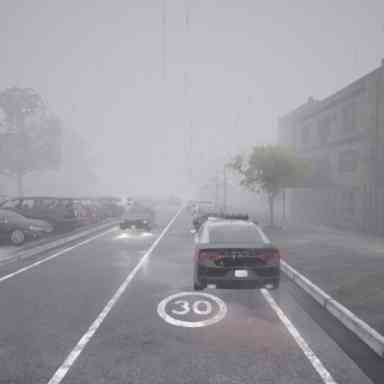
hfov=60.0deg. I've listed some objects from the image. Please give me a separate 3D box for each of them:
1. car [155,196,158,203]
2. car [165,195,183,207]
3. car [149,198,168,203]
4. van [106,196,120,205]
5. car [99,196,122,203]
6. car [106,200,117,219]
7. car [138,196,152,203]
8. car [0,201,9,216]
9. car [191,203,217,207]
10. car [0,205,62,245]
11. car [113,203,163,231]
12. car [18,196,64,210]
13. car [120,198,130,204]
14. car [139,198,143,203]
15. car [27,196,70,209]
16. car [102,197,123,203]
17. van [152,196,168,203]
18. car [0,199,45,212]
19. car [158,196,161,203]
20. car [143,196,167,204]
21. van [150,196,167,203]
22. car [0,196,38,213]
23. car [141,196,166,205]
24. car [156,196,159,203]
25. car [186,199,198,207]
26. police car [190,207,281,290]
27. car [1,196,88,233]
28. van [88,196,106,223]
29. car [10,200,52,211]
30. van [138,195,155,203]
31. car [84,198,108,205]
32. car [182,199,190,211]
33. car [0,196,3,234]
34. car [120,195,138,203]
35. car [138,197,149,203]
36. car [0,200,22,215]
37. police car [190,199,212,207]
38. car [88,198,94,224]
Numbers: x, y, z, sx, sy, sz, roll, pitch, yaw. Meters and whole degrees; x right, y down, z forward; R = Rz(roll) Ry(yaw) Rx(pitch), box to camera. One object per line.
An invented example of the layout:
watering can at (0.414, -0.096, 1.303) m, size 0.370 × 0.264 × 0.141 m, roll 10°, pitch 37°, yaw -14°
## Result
car at (-8.825, 1.921, 56.972) m, size 4.792 × 1.488 × 2.163 m, roll 0°, pitch -1°, yaw 0°
car at (-3.270, 1.697, 61.980) m, size 2.150 × 2.045 × 5.566 m, roll 0°, pitch -1°, yaw 1°
car at (-8.870, 2.249, 87.806) m, size 4.892 × 1.521 × 2.231 m, roll 0°, pitch -1°, yaw 0°
van at (-8.950, 1.386, 28.945) m, size 4.442 × 1.987 × 1.878 m, roll 0°, pitch 0°, yaw 0°
car at (-21.986, 2.024, 90.094) m, size 5.566 × 2.045 × 2.435 m, roll 0°, pitch -1°, yaw 0°
car at (-8.827, 1.589, 26.141) m, size 4.892 × 1.521 × 2.231 m, roll 0°, pitch 0°, yaw 0°
car at (-9.033, 1.791, 48.563) m, size 5.366 × 1.575 × 1.946 m, roll 0°, pitch -1°, yaw 0°
car at (-21.888, 1.688, 34.407) m, size 4.792 × 1.488 × 2.163 m, roll 0°, pitch 0°, yaw 0°
car at (0.987, 1.570, 19.095) m, size 1.837 × 1.490 × 4.892 m, roll 0°, pitch -1°, yaw 0°
car at (-8.841, 1.503, 14.927) m, size 4.892 × 1.521 × 2.231 m, roll 0°, pitch 0°, yaw 0°
car at (-3.336, 1.633, 21.609) m, size 2.033 × 1.411 × 5.357 m, roll 0°, pitch 0°, yaw 0°
car at (-21.898, 1.541, 48.332) m, size 5.566 × 2.045 × 2.435 m, roll 0°, pitch -1°, yaw 0°
car at (-8.830, 1.635, 31.747) m, size 5.008 × 1.535 × 2.097 m, roll 0°, pitch 0°, yaw 0°
car at (-8.812, 1.737, 40.155) m, size 4.792 × 1.488 × 2.163 m, roll 0°, pitch -1°, yaw 0°
car at (-21.901, 1.572, 50.994) m, size 5.566 × 2.045 × 2.435 m, roll 0°, pitch -1°, yaw 0°
car at (-22.146, 2.304, 92.867) m, size 5.366 × 1.575 × 1.946 m, roll 0°, pitch -1°, yaw 0°
van at (-8.997, 2.087, 93.415) m, size 4.442 × 1.987 × 1.878 m, roll 0°, pitch -1°, yaw 0°
car at (-21.918, 1.734, 42.762) m, size 5.008 × 1.535 × 2.097 m, roll 0°, pitch -1°, yaw 0°
car at (-8.853, 1.956, 62.579) m, size 5.008 × 1.535 × 2.097 m, roll 0°, pitch -1°, yaw 0°
car at (-8.841, 1.899, 79.400) m, size 5.566 × 2.045 × 2.435 m, roll 0°, pitch -1°, yaw 0°
van at (-8.995, 2.054, 90.612) m, size 4.442 × 1.987 × 1.878 m, roll 0°, pitch -1°, yaw 0°
car at (-21.893, 1.455, 39.977) m, size 5.566 × 2.045 × 2.435 m, roll 0°, pitch 0°, yaw 0°
car at (-8.840, 1.867, 76.597) m, size 5.566 × 2.045 × 2.435 m, roll 0°, pitch -1°, yaw 0°
car at (-8.827, 1.953, 59.775) m, size 4.792 × 1.488 × 2.163 m, roll 0°, pitch -1°, yaw 0°
car at (0.040, 2.017, 59.947) m, size 1.994 × 1.385 × 4.181 m, roll 0°, pitch -1°, yaw 0°
police car at (0.981, 1.425, 9.187) m, size 1.930 × 1.638 × 5.238 m, roll 0°, pitch 0°, yaw 0°
car at (-8.861, 1.270, 17.734) m, size 5.566 × 2.045 × 2.435 m, roll 0°, pitch 0°, yaw 0°
van at (-8.716, 1.339, 23.339) m, size 4.442 × 1.987 × 1.878 m, roll 0°, pitch 0°, yaw 0°
car at (-21.922, 1.801, 45.422) m, size 4.674 × 1.452 × 2.002 m, roll 0°, pitch -1°, yaw 0°
van at (-8.735, 1.633, 54.172) m, size 4.442 × 1.987 × 1.878 m, roll 0°, pitch -1°, yaw 0°
car at (-21.953, 2.116, 76.213) m, size 4.892 × 1.521 × 2.231 m, roll 0°, pitch -1°, yaw 0°
car at (0.071, 1.848, 46.267) m, size 2.033 × 1.411 × 5.357 m, roll 0°, pitch -1°, yaw 1°
car at (-8.869, 1.225, 9.324) m, size 5.566 × 2.045 × 2.435 m, roll 0°, pitch 0°, yaw 0°
car at (-8.866, 1.407, 34.553) m, size 5.566 × 2.045 × 2.435 m, roll 0°, pitch 0°, yaw 0°
car at (-8.840, 1.763, 45.763) m, size 5.008 × 1.535 × 2.097 m, roll 0°, pitch -1°, yaw 0°
car at (-21.948, 1.711, 37.192) m, size 4.792 × 1.488 × 2.163 m, roll 0°, pitch 0°, yaw 0°
police car at (0.991, 1.540, 25.215) m, size 1.930 × 1.638 × 5.238 m, roll 0°, pitch 0°, yaw 0°
car at (-8.800, 1.416, 20.534) m, size 4.553 × 1.767 × 2.185 m, roll 0°, pitch 0°, yaw 0°
